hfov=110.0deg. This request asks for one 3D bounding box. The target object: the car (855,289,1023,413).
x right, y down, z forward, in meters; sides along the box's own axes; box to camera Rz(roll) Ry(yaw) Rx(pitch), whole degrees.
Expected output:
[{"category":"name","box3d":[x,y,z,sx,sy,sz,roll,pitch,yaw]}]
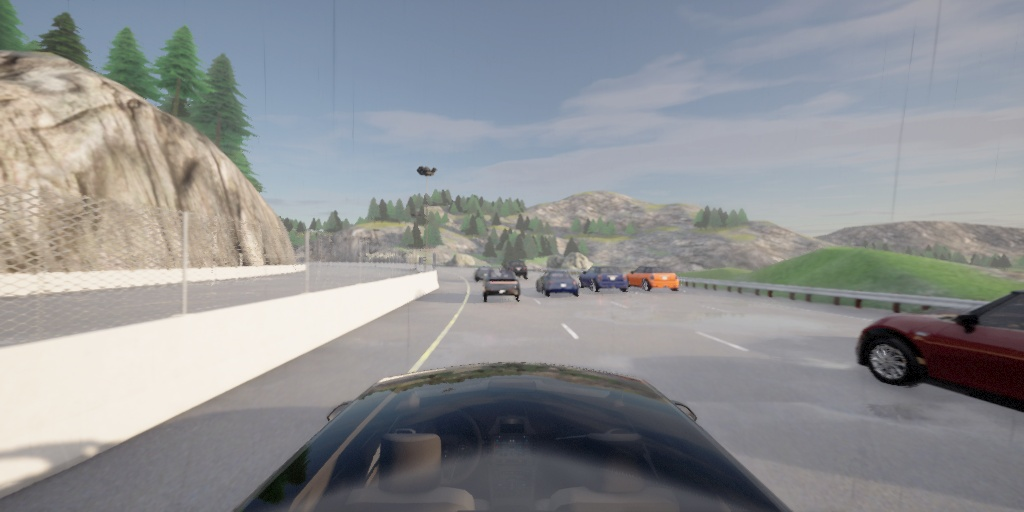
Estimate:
[{"category":"car","box3d":[6.996,1.154,4.311,2.097,1.767,4.553,0,-1,0]}]

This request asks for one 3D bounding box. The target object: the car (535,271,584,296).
[{"category":"car","box3d":[2.626,1.589,21.538,1.994,1.385,4.181,0,-1,-5]}]

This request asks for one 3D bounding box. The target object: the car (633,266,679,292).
[{"category":"car","box3d":[9.363,1.435,24.605,2.097,1.767,4.553,0,-1,-6]}]

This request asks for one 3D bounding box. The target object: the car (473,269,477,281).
[{"category":"car","box3d":[-2.784,1.767,35.656,1.994,1.385,4.181,0,-1,-10]}]

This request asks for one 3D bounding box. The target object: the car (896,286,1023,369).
[{"category":"car","box3d":[10.461,1.407,6.719,1.994,1.385,4.181,0,-1,-1]}]

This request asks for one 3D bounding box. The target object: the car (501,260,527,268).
[{"category":"car","box3d":[0.163,1.480,39.066,2.150,2.045,5.566,0,-1,-11]}]

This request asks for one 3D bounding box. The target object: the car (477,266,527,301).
[{"category":"car","box3d":[-0.636,1.475,18.998,2.128,1.511,4.902,0,-1,-4]}]

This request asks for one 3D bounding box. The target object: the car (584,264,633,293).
[{"category":"car","box3d":[5.914,1.418,23.951,2.097,1.767,4.553,0,-1,-6]}]
